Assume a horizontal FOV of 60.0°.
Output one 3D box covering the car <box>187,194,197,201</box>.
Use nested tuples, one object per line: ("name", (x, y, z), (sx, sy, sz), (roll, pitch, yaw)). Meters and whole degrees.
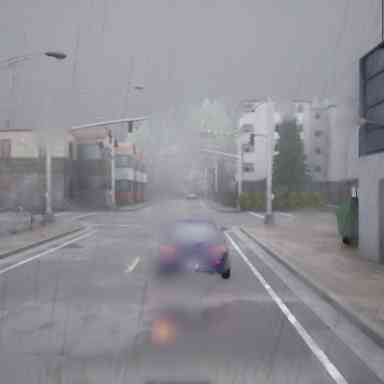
("car", (-0.010, 1.140, 68.408), (1.812, 1.442, 4.674), (0, 0, 0))

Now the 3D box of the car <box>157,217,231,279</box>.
("car", (0.056, 1.471, 9.766), (1.812, 1.442, 4.674), (0, 0, 0))
